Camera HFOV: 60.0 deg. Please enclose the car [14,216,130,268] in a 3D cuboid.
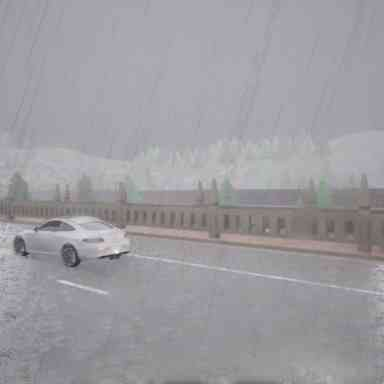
[{"bbox_3d":[-4.127,1.528,11.237,4.674,1.442,1.812,0,0,36],"label":"car"}]
